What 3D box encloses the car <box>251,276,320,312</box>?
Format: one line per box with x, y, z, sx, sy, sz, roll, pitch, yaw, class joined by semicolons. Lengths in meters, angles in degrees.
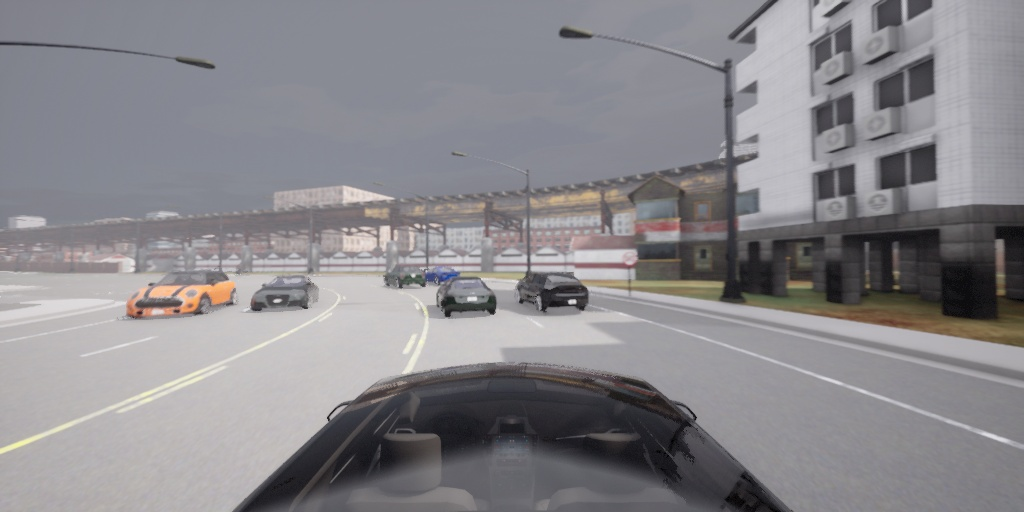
-9.868;1.598;15.936;1.994;1.385;4.181;0;-1;-20;car

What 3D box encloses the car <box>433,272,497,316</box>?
-1.936;1.505;14.523;1.994;1.385;4.181;0;-1;-16;car

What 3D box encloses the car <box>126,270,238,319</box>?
-13.081;1.396;14.568;2.097;1.767;4.553;0;-1;-20;car

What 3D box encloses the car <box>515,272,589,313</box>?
1.519;1.422;15.158;1.837;1.490;4.892;0;0;-15;car

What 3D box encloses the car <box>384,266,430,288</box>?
-8.559;1.538;28.357;2.097;1.767;4.553;0;-1;-36;car

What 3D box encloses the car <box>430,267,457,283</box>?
-6.276;1.680;31.136;1.882;1.535;5.008;0;-1;-37;car
